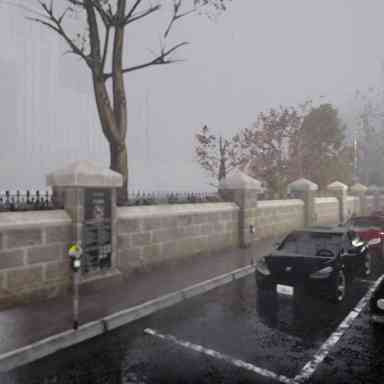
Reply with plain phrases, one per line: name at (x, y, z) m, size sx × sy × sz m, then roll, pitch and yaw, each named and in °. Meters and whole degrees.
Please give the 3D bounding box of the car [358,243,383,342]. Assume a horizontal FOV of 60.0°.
car at (4.465, 1.601, 5.745) m, size 1.895 × 1.301 × 4.718 m, roll 0°, pitch 0°, yaw 38°

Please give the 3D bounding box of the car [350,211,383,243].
car at (6.667, 1.582, 12.745) m, size 1.802 × 1.307 × 4.206 m, roll 0°, pitch 0°, yaw 38°

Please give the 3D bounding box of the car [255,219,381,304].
car at (3.190, 1.566, 8.316) m, size 1.947 × 1.339 × 4.313 m, roll 0°, pitch 0°, yaw 38°

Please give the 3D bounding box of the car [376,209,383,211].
car at (10.144, 1.547, 17.171) m, size 1.887 × 1.381 × 4.507 m, roll 0°, pitch 0°, yaw 38°
